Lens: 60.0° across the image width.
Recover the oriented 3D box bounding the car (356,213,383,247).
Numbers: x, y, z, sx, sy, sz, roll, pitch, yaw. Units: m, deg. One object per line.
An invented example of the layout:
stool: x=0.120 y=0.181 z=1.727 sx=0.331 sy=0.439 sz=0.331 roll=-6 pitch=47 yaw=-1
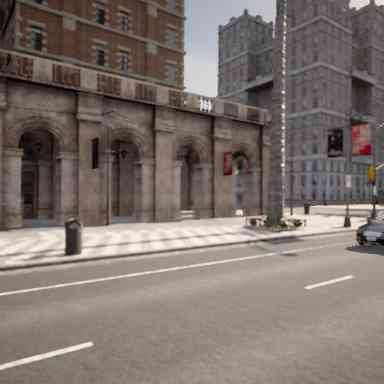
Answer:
car: x=9.237 y=1.646 z=14.812 sx=4.902 sy=1.511 sz=2.128 roll=1 pitch=-1 yaw=-35
